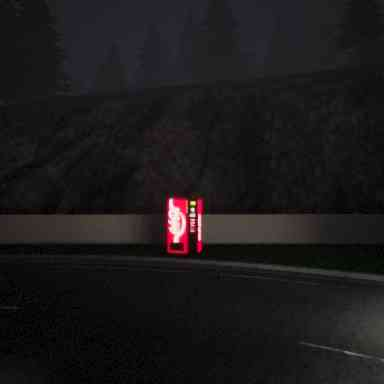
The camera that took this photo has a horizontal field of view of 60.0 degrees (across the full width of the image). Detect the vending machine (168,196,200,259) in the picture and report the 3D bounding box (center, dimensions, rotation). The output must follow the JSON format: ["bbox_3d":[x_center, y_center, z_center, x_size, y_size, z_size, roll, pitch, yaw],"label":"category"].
[{"bbox_3d":[-0.258,1.196,11.786,0.880,2.100,1.100,0,0,14],"label":"vending machine"}]
